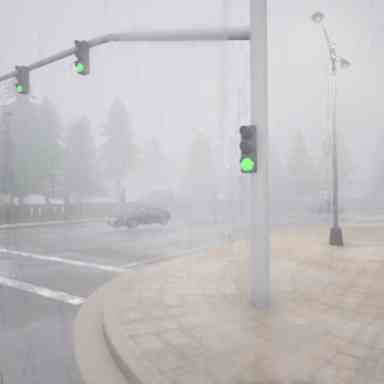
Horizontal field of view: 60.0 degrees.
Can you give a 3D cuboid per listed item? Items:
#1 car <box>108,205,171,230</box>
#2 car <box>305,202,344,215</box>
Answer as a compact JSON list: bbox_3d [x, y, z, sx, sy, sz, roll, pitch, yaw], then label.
[{"bbox_3d":[-3.557,1.679,23.101,2.128,1.511,4.902,-1,-1,39],"label":"car"},{"bbox_3d":[14.705,1.750,36.820,4.181,1.385,1.994,0,-1,-20],"label":"car"}]
